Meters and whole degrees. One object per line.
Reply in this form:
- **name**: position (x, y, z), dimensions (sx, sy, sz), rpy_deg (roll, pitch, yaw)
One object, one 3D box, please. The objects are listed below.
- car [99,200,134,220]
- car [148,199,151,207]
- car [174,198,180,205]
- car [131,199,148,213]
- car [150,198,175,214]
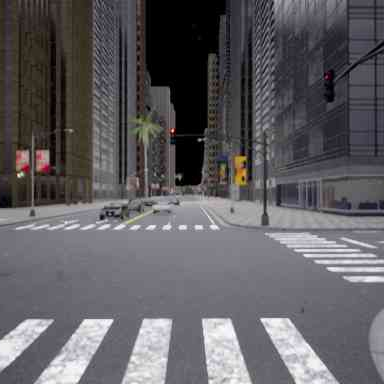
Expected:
- **car**: position (-6.638, 1.639, 29.000), dimensions (1.994, 1.385, 4.181), rpy_deg (0, 0, 1)
- **car**: position (-6.675, 1.707, 50.414), dimensions (2.033, 1.411, 5.357), rpy_deg (0, 0, 0)
- **car**: position (-3.263, 1.777, 61.458), dimensions (1.994, 1.385, 4.181), rpy_deg (0, 0, 0)
- **car**: position (-6.662, 1.615, 38.943), dimensions (1.837, 1.490, 4.892), rpy_deg (0, 0, 0)
- **car**: position (-3.220, 1.705, 37.322), dimensions (1.895, 1.301, 4.718), rpy_deg (0, 0, 0)
